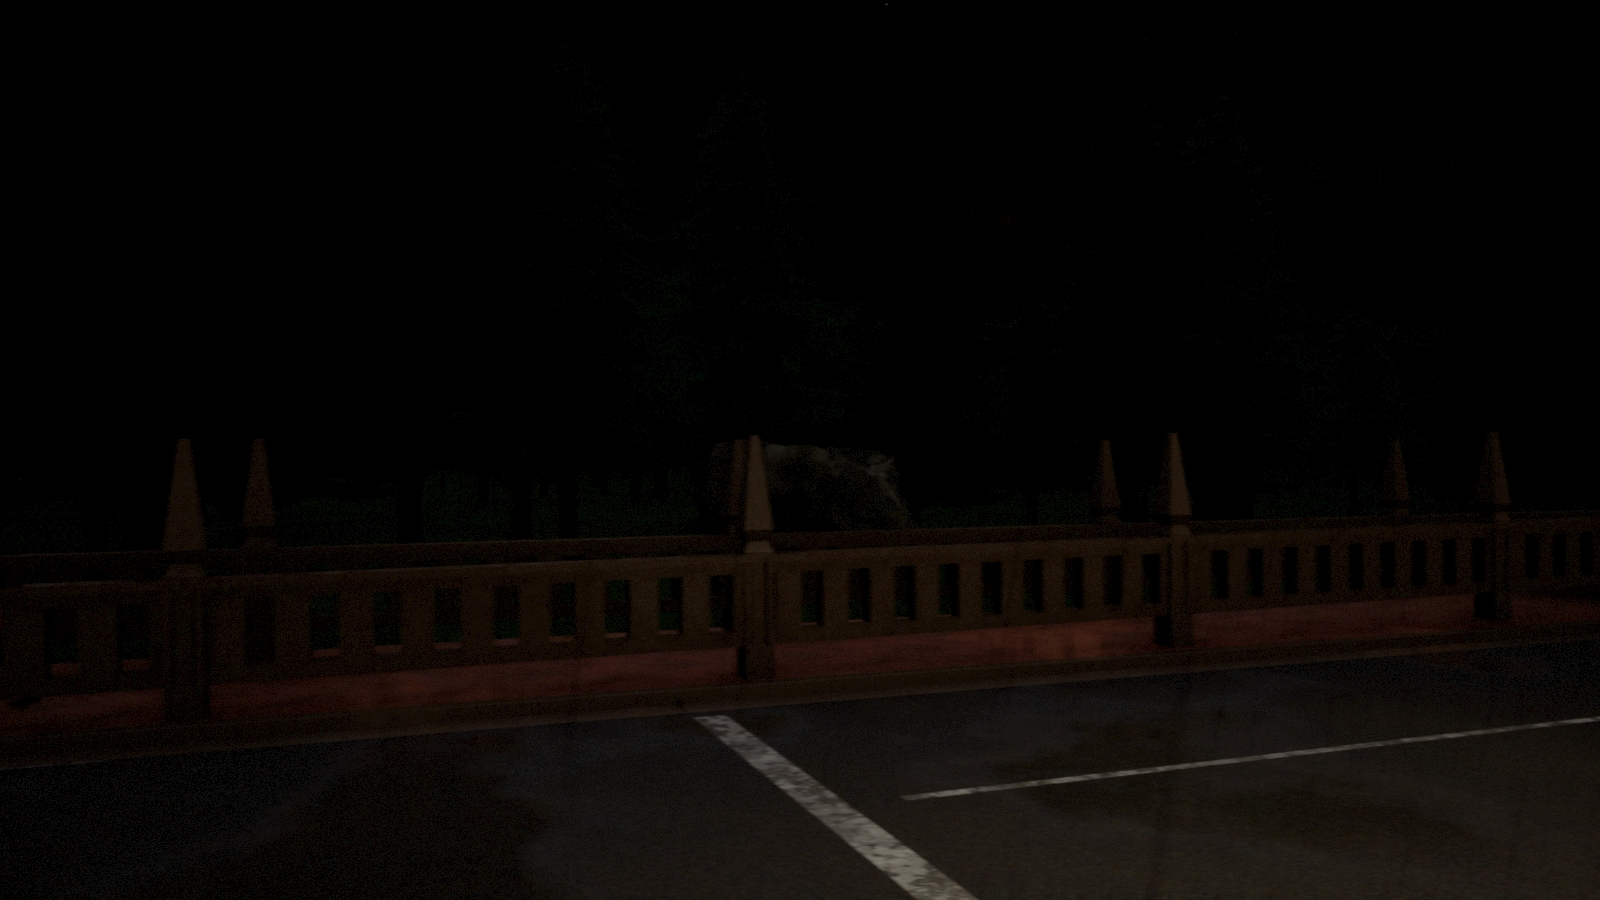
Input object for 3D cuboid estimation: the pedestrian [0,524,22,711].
[{"bbox_3d":[-8.192,1.694,11.634,0.375,1.860,0.375,0,0,-20],"label":"pedestrian"}]
